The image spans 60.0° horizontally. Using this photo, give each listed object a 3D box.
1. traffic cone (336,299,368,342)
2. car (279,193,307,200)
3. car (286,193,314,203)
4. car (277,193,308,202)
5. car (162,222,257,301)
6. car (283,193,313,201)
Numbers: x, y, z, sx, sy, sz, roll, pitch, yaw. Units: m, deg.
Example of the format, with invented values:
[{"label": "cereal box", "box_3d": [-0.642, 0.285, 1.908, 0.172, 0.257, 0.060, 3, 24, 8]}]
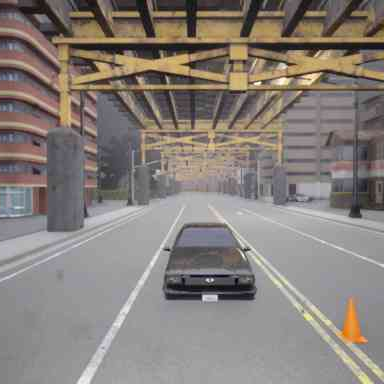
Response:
[{"label": "traffic cone", "box_3d": [2.454, 1.949, 5.118, 0.340, 0.580, 0.340, 0, 0, 0]}, {"label": "car", "box_3d": [17.864, 0.799, 58.971, 4.536, 1.218, 1.853, 0, 1, 25]}, {"label": "car", "box_3d": [17.469, 1.004, 54.837, 4.974, 1.542, 2.038, 0, 1, -20]}, {"label": "car", "box_3d": [17.817, 0.956, 58.994, 4.974, 1.542, 2.038, 0, 1, 25]}, {"label": "car", "box_3d": [0.362, 1.533, 8.725, 2.033, 1.411, 5.357, 0, 0, 1]}, {"label": "car", "box_3d": [17.517, 0.846, 54.853, 4.536, 1.218, 1.853, 0, 1, -20]}]
